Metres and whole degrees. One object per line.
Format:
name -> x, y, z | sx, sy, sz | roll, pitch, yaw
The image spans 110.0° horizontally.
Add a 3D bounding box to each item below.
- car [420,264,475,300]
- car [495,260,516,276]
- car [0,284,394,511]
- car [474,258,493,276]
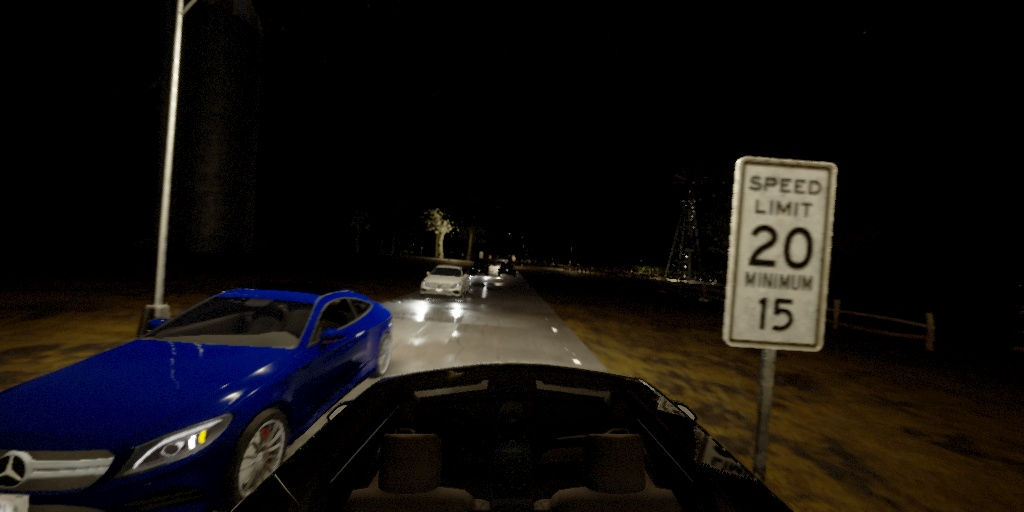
car -> -3.060, 1.172, 17.249 | 1.812, 1.442, 4.674 | 4, 0, -1
car -> -0.581, 1.527, 40.993 | 1.994, 1.385, 4.181 | 4, 0, -1
car -> -2.794, 1.102, 4.254 | 1.812, 1.442, 4.674 | 4, 0, -1
car -> -3.379, 1.272, 38.539 | 1.837, 1.490, 4.892 | 4, -1, -1
